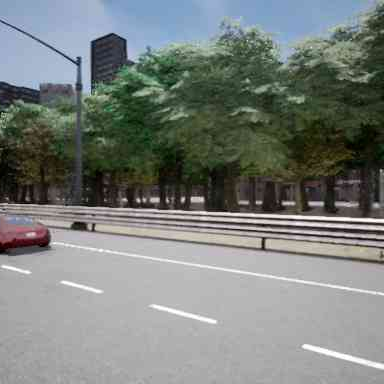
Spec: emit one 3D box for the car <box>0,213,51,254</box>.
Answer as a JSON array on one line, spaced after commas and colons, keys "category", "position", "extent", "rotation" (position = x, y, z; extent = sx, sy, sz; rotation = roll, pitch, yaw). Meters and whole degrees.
[{"category": "car", "position": [-7.668, 1.570, 13.638], "extent": [4.181, 1.385, 1.994], "rotation": [0, 0, 36]}]
